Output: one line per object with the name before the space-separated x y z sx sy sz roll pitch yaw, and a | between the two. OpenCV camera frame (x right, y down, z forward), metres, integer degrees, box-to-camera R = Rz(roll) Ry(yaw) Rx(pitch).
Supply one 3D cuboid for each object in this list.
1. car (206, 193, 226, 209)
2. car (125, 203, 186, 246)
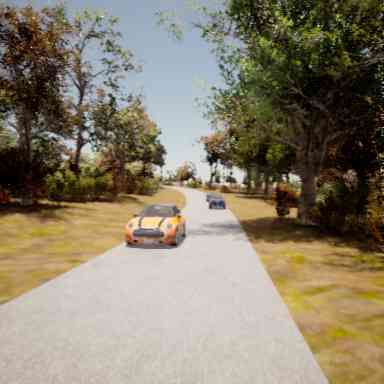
car | 3.198 1.158 42.871 2.097 1.767 4.553 0 1 2
car | -1.500 1.335 15.172 2.097 1.767 4.553 1 0 5
